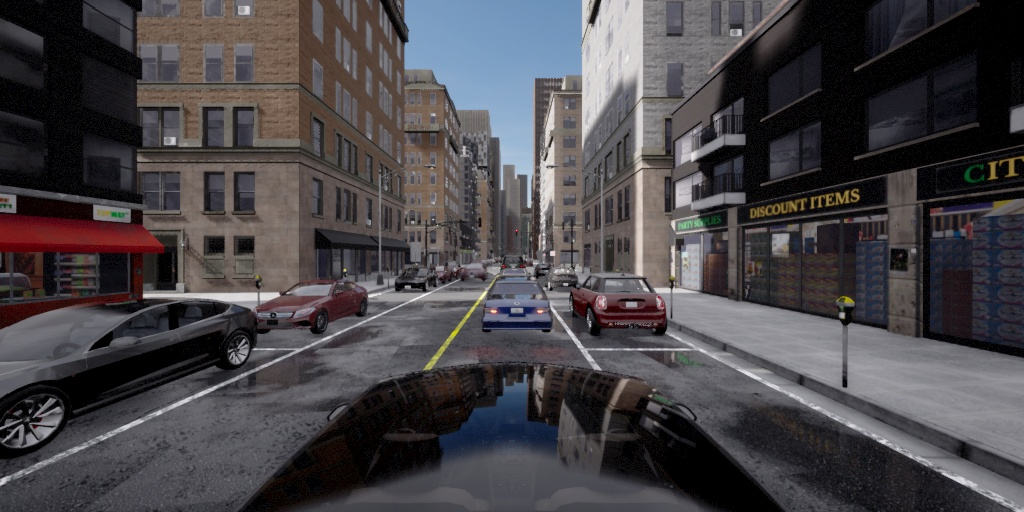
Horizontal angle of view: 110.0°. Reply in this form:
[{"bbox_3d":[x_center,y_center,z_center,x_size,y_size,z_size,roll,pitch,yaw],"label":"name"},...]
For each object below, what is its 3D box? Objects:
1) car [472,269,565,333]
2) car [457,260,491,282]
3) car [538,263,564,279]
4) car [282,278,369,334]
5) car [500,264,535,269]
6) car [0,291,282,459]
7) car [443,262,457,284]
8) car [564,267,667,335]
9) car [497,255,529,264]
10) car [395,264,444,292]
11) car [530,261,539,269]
[{"bbox_3d":[0.122,1.297,10.755,2.033,1.411,5.357,0,0,0],"label":"car"},{"bbox_3d":[-2.977,1.278,28.988,1.812,1.442,4.674,0,0,1],"label":"car"},{"bbox_3d":[2.902,1.301,21.542,2.007,1.370,4.403,0,0,0],"label":"car"},{"bbox_3d":[-5.650,1.332,10.561,1.802,1.307,4.207,0,0,0],"label":"car"},{"bbox_3d":[0.145,1.352,21.261,1.895,1.301,4.718,0,0,0],"label":"car"},{"bbox_3d":[-5.664,1.315,5.060,1.948,1.339,4.313,0,0,0],"label":"car"},{"bbox_3d":[-5.610,1.334,27.065,1.802,1.307,4.207,0,0,0],"label":"car"},{"bbox_3d":[2.875,1.190,10.540,1.967,1.591,4.097,0,0,0],"label":"car"},{"bbox_3d":[0.079,0.975,31.293,2.150,2.045,5.566,0,0,-1],"label":"car"},{"bbox_3d":[-5.623,1.317,21.563,1.948,1.339,4.313,0,0,0],"label":"car"},{"bbox_3d":[2.930,1.319,32.545,1.948,1.339,4.313,0,0,0],"label":"car"}]
